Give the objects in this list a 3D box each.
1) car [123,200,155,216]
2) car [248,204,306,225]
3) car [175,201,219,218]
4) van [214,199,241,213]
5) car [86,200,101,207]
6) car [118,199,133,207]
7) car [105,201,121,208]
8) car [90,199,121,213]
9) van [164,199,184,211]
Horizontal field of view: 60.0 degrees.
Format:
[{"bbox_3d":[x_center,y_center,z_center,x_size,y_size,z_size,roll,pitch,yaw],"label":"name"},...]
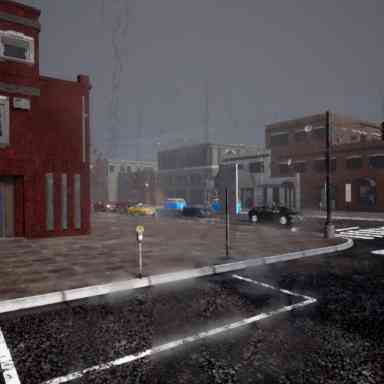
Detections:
[{"bbox_3d":[-5.958,2.048,39.221,1.752,1.417,4.829,-2,0,-36],"label":"car"},{"bbox_3d":[6.608,1.750,26.353,1.837,1.490,4.892,-1,0,-36],"label":"car"},{"bbox_3d":[0.470,1.958,34.772,1.994,1.385,4.181,-1,0,-36],"label":"car"},{"bbox_3d":[4.040,1.708,39.672,1.690,1.788,3.998,-2,0,-36],"label":"van"},{"bbox_3d":[-22.640,2.595,76.246,1.802,1.307,4.206,-2,0,-36],"label":"car"},{"bbox_3d":[-8.047,2.104,46.482,1.837,1.490,4.892,-1,0,-36],"label":"car"},{"bbox_3d":[-15.968,2.433,67.102,1.802,1.307,4.206,-2,0,-36],"label":"car"},{"bbox_3d":[-12.735,2.001,48.501,2.192,1.841,5.009,-2,0,-36],"label":"car"},{"bbox_3d":[-2.631,1.869,48.814,1.690,1.788,3.998,-2,0,-36],"label":"van"}]
